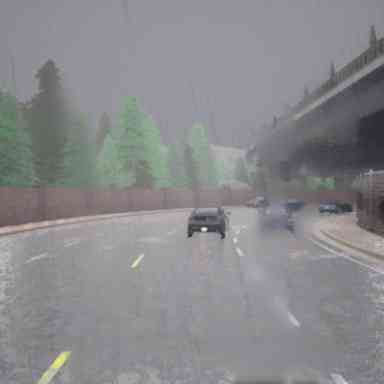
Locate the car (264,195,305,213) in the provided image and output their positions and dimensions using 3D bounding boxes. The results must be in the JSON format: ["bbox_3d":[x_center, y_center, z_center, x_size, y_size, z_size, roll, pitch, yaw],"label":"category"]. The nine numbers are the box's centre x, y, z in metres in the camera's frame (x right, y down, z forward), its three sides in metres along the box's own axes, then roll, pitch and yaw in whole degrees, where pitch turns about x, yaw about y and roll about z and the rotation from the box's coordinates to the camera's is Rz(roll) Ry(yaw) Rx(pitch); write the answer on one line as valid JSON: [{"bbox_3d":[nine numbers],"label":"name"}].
[{"bbox_3d":[9.724,1.265,33.811,2.097,1.767,4.553,0,0,44],"label":"car"}]

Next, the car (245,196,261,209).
[{"bbox_3d":[8.943,1.243,42.462,4.553,1.767,2.097,0,0,-35],"label":"car"}]

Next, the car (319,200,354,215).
[{"bbox_3d":[14.604,1.477,33.512,4.181,1.385,1.994,0,0,-39],"label":"car"}]

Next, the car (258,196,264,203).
[{"bbox_3d":[10.251,1.463,39.130,4.181,1.385,1.994,0,0,-37],"label":"car"}]

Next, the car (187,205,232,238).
[{"bbox_3d":[0.973,1.459,17.640,1.837,1.490,4.892,0,0,10],"label":"car"}]

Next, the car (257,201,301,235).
[{"bbox_3d":[4.708,1.478,18.410,1.812,1.442,4.674,0,0,13],"label":"car"}]
